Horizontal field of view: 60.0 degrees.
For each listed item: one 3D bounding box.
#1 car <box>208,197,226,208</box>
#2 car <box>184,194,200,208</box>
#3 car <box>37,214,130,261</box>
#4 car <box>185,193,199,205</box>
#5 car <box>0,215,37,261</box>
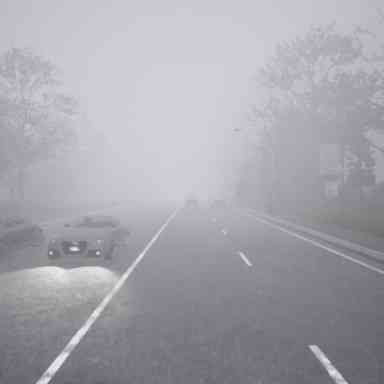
[{"bbox_3d":[3.500,1.364,44.595,1.812,1.442,4.674,0,0,0],"label":"car"},{"bbox_3d":[0.000,1.318,44.183,1.882,1.535,5.008,0,0,0],"label":"car"},{"bbox_3d":[-3.521,1.521,11.971,1.994,1.385,4.181,0,0,0],"label":"car"},{"bbox_3d":[0.000,1.147,54.577,2.097,1.767,4.553,0,0,0],"label":"car"},{"bbox_3d":[-7.021,1.521,11.894,1.994,1.385,4.181,0,0,0],"label":"car"}]
